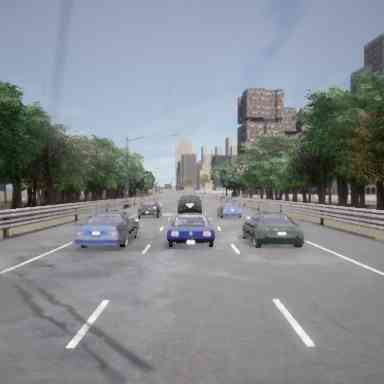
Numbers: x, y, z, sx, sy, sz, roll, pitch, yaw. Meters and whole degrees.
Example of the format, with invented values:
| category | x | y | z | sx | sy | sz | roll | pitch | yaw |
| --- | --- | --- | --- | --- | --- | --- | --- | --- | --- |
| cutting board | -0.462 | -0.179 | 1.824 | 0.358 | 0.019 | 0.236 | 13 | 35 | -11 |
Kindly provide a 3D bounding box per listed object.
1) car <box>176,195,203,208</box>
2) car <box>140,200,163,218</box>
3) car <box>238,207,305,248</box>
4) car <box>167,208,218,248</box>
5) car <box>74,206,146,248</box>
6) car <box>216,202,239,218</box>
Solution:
| category | x | y | z | sx | sy | sz | roll | pitch | yaw |
| --- | --- | --- | --- | --- | --- | --- | --- | --- | --- |
| car | -0.207 | 1.261 | 29.840 | 2.150 | 2.045 | 5.566 | 0 | 0 | -1 |
| car | -3.706 | 1.499 | 29.763 | 2.128 | 1.511 | 4.902 | 0 | 0 | -1 |
| car | 3.448 | 1.570 | 14.799 | 1.994 | 1.385 | 4.181 | 0 | 0 | 0 |
| car | -0.052 | 1.614 | 14.805 | 1.895 | 1.301 | 4.718 | 0 | 0 | 0 |
| car | -3.551 | 1.562 | 14.751 | 2.033 | 1.411 | 5.357 | 0 | 0 | 0 |
| car | 3.293 | 1.566 | 29.859 | 2.033 | 1.411 | 5.357 | 0 | 0 | -1 |
